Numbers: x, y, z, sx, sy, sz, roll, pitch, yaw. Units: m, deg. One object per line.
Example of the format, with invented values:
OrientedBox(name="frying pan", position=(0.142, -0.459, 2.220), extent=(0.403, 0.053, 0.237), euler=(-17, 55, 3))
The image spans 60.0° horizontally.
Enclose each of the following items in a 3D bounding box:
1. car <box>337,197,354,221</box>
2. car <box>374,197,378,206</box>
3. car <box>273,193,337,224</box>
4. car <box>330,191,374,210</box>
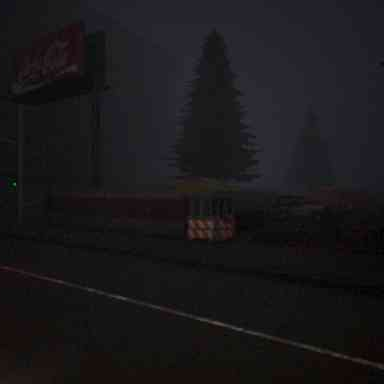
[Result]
OrientedBox(name="car", position=(9.571, 1.352, 25.137), extent=(4.193, 1.474, 1.816), euler=(0, 0, 35))
OrientedBox(name="car", position=(24.984, 1.301, 48.926), extent=(3.988, 1.617, 1.851), euler=(0, 0, 35))
OrientedBox(name="car", position=(7.638, 1.163, 23.073), extent=(3.866, 1.878, 1.905), euler=(0, 0, 35))
OrientedBox(name="car", position=(21.870, 1.134, 45.639), extent=(4.605, 1.855, 1.932), euler=(0, 0, 35))
